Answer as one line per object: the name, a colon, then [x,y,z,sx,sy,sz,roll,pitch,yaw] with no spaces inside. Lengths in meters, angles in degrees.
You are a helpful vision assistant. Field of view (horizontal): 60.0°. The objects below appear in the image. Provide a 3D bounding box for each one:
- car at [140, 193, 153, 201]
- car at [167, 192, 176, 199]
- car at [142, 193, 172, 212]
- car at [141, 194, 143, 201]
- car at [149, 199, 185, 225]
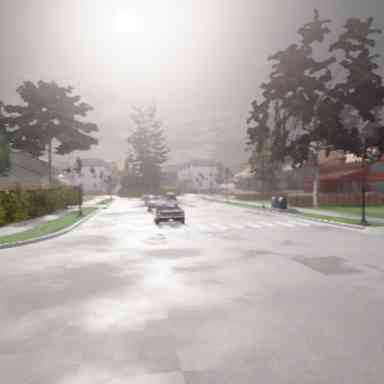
car: [-8.164,0.857,59.539,2.033,1.411,5.357,-1,1,-10]
car: [-3.733,0.821,55.223,1.837,1.490,4.892,-1,1,-10]
car: [-3.524,1.122,32.909,2.128,1.511,4.902,-1,1,-10]
car: [-5.312,1.106,43.226,1.895,1.301,4.718,-1,1,-10]
car: [-1.641,1.360,22.176,1.895,1.301,4.718,-1,1,-10]
